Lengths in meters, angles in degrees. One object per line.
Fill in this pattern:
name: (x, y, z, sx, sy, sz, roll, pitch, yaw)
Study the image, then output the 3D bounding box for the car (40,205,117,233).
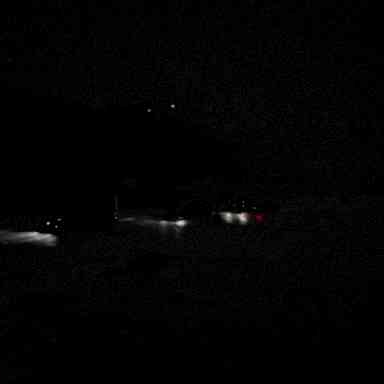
car: (-6.301, 1.429, 18.852, 1.994, 1.385, 4.181, 0, 1, 35)

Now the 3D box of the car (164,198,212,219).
car: (-0.230, 1.277, 27.385, 1.882, 1.535, 5.008, 0, 1, 35)

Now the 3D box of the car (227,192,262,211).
car: (5.927, 0.971, 36.026, 2.150, 2.045, 5.566, 0, 0, 36)

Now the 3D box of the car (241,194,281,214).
car: (7.180, 1.262, 32.726, 2.128, 1.511, 4.902, 0, 0, 35)
